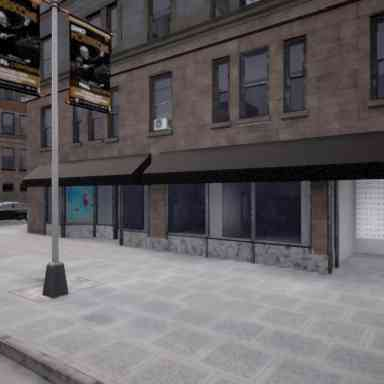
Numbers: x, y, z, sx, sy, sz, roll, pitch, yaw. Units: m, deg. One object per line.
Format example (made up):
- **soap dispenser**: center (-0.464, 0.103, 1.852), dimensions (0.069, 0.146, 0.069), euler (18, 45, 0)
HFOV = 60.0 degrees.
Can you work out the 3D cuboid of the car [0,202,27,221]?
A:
- **car**: center (-14.125, 1.545, 25.231), dimensions (1.837, 1.490, 4.892), euler (0, 0, 37)
